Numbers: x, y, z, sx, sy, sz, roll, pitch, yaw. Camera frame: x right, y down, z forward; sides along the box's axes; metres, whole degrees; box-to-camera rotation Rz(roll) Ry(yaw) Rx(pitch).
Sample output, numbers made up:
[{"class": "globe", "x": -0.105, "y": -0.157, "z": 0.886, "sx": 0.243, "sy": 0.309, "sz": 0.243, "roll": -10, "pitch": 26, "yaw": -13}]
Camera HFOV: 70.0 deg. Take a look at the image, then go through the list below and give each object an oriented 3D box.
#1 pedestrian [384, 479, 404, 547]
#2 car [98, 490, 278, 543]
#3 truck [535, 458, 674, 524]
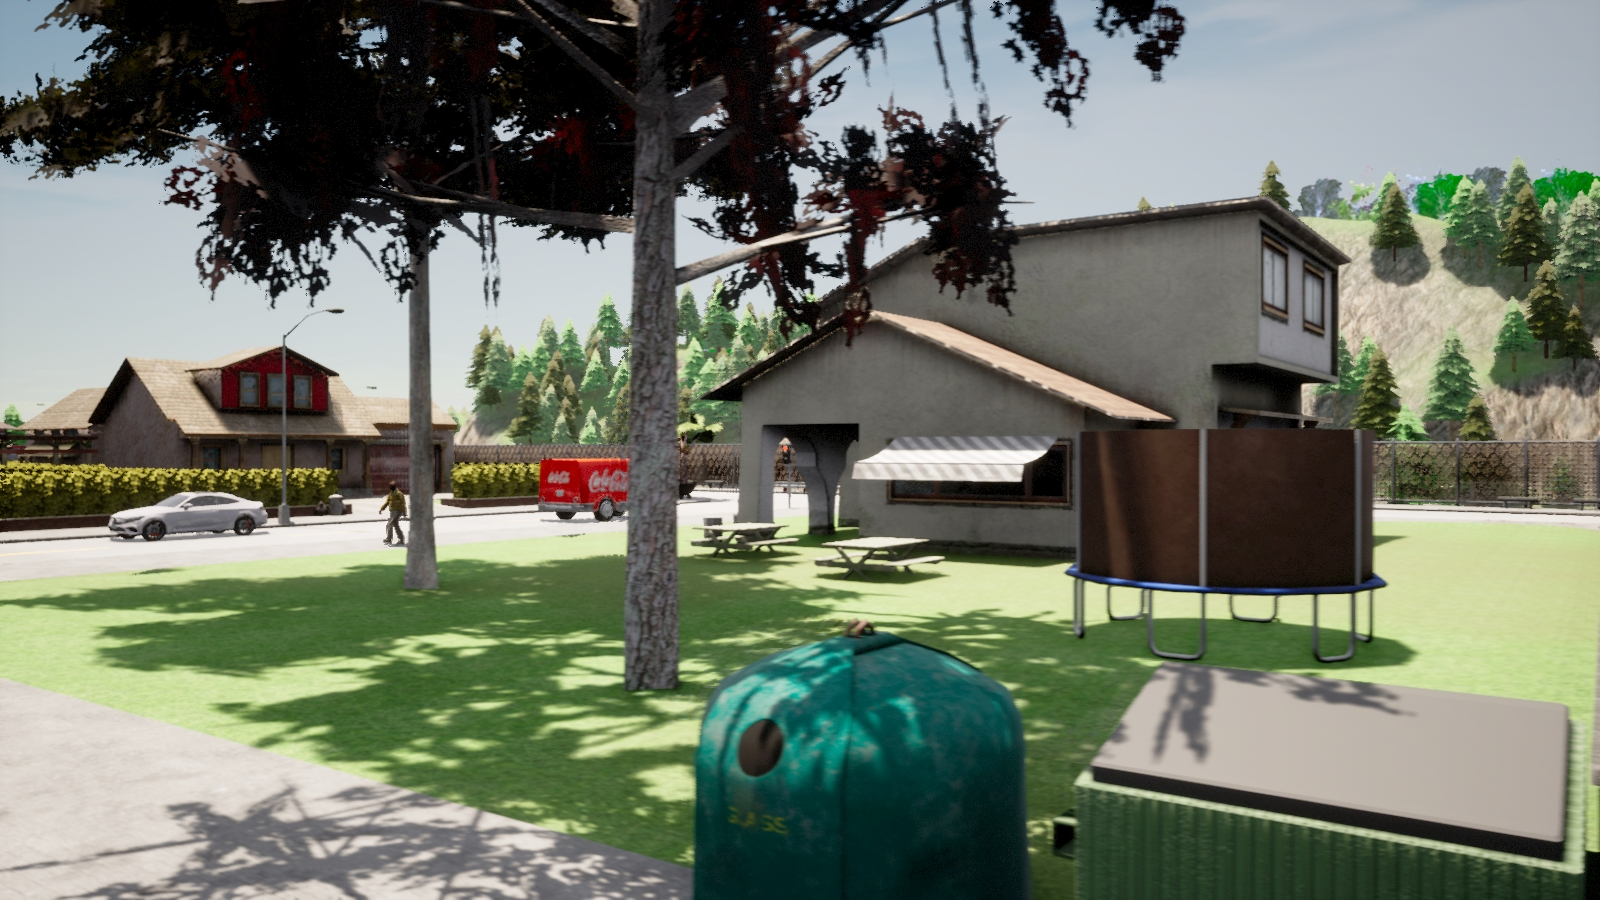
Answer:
[{"class": "pedestrian", "x": -11.282, "y": 1.739, "z": 31.782, "sx": 0.375, "sy": 1.860, "sz": 0.375, "roll": 0, "pitch": 0, "yaw": 35}, {"class": "car", "x": -19.551, "y": 2.076, "z": 36.687, "sx": 2.002, "sy": 1.442, "sz": 4.674, "roll": 0, "pitch": 0, "yaw": 35}, {"class": "truck", "x": -7.826, "y": 1.561, "z": 46.154, "sx": 2.627, "sy": 2.467, "sz": 5.204, "roll": 0, "pitch": 0, "yaw": 35}]
